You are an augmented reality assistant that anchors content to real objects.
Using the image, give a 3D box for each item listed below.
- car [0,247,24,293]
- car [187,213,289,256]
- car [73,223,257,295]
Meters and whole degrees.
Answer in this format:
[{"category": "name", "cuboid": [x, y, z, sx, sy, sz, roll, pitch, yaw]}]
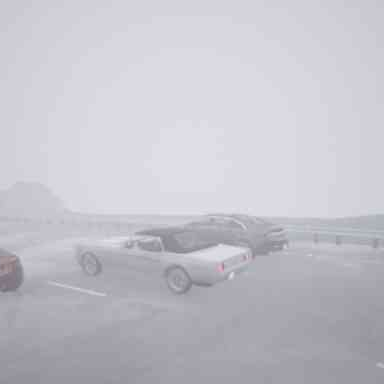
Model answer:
[{"category": "car", "cuboid": [-5.845, 1.604, 7.736, 4.181, 1.385, 1.994, 0, 0, 33]}, {"category": "car", "cuboid": [0.879, 1.495, 11.709, 4.902, 1.511, 2.128, 0, 0, 34]}, {"category": "car", "cuboid": [-0.955, 1.613, 8.757, 4.718, 1.301, 1.895, 0, 0, 34]}]
